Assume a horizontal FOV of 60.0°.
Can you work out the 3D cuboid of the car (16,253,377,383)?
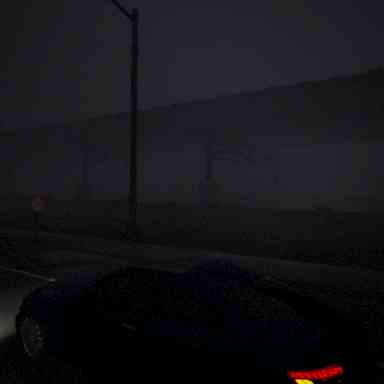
[{"bbox_3d":[-0.335,1.537,4.207,4.674,1.442,1.812,0,0,36],"label":"car"}]
